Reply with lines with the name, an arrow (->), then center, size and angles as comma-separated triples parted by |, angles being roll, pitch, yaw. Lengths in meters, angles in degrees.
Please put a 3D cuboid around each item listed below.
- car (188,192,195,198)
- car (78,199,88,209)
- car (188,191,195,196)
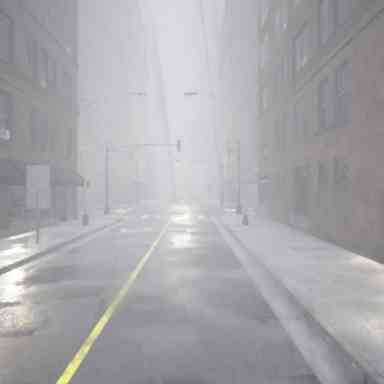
car -> -0.084, 0.722, 81.670 | 2.033, 1.411, 5.357 | 0, 1, 0
car -> -14.619, 1.397, 39.917 | 4.206, 1.307, 1.802 | -1, 1, 0
car -> -0.095, 0.510, 92.122 | 1.895, 1.301, 4.718 | 0, 1, 0
